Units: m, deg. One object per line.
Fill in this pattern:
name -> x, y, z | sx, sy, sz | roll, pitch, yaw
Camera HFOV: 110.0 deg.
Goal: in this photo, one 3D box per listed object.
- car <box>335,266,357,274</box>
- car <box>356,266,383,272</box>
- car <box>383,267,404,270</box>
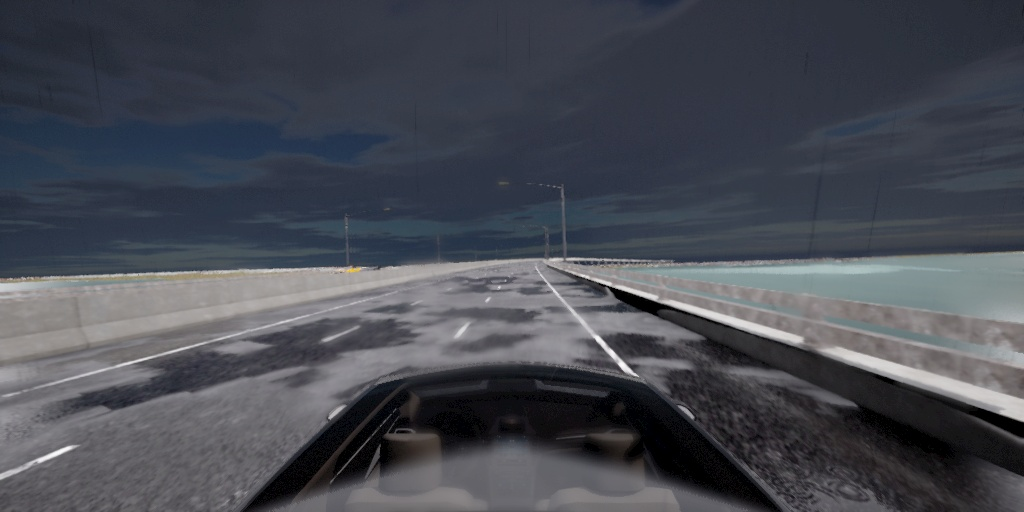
car -> -22.581, 2.095, 49.654 | 1.882, 1.535, 5.008 | -2, 0, 3
car -> -19.081, 2.128, 49.484 | 1.837, 1.490, 4.892 | -2, 0, 3
car -> -15.577, 2.253, 49.313 | 1.812, 1.442, 4.674 | -2, 0, 3
